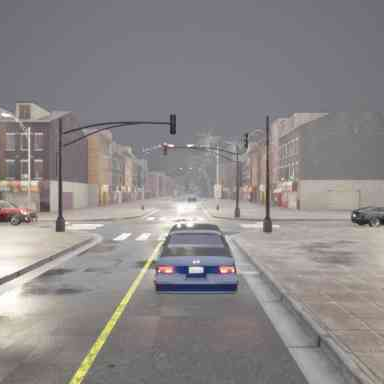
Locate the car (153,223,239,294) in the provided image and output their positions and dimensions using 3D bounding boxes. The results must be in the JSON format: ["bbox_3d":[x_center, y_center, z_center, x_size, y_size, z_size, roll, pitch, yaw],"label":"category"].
[{"bbox_3d":[0.082,1.549,8.920,2.033,1.411,5.357,0,0,0],"label":"car"}]

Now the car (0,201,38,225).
[{"bbox_3d":[-13.466,1.397,23.641,4.553,1.767,2.097,0,0,-1],"label":"car"}]

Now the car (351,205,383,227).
[{"bbox_3d":[12.356,1.522,21.035,4.313,1.339,1.947,0,0,0],"label":"car"}]

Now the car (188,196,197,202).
[{"bbox_3d":[0.019,1.550,75.854,1.882,1.535,5.008,0,0,0],"label":"car"}]
